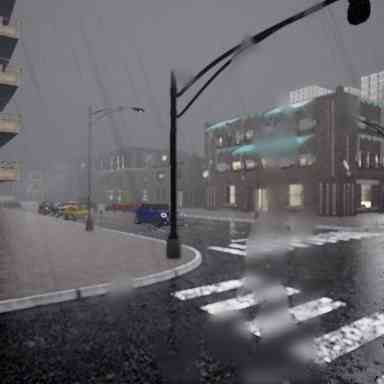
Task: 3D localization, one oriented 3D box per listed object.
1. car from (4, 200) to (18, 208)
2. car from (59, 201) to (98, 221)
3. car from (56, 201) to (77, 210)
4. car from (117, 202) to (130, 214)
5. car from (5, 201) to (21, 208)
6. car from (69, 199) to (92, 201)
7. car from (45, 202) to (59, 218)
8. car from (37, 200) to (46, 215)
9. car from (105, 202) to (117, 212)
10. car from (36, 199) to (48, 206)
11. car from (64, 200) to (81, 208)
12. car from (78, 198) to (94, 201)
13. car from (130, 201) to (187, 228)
[{"bbox_3d":[-37.130,2.434,68.027,2.008,1.369,4.403,-1,0,-36],"label":"car"},{"bbox_3d":[-10.620,1.855,30.942,1.752,1.417,4.829,-1,0,-36],"label":"car"},{"bbox_3d":[-20.806,2.190,55.048,2.033,1.411,5.357,0,-1,-36],"label":"car"},{"bbox_3d":[-7.127,1.846,40.612,1.967,1.590,4.097,-1,0,-36],"label":"car"},{"bbox_3d":[-33.821,2.358,63.414,1.887,1.381,4.507,-1,0,-36],"label":"car"},{"bbox_3d":[-14.209,1.929,40.565,1.882,1.535,5.008,0,-1,-35],"label":"car"},{"bbox_3d":[-13.985,1.951,35.724,2.008,1.369,4.403,-1,0,-36],"label":"car"},{"bbox_3d":[-17.265,1.909,40.358,1.967,1.590,4.097,-1,0,-36],"label":"car"},{"bbox_3d":[-10.450,2.057,45.210,1.802,1.307,4.206,-1,0,-36],"label":"car"},{"bbox_3d":[-37.021,2.557,82.252,1.752,1.417,4.829,-1,0,-36],"label":"car"},{"bbox_3d":[-22.634,2.262,62.998,1.812,1.442,4.674,0,-1,-36],"label":"car"},{"bbox_3d":[-14.753,2.022,46.686,1.837,1.490,4.892,0,-1,-35],"label":"car"},{"bbox_3d":[-2.313,1.559,23.949,2.097,1.767,4.553,0,-1,-36],"label":"car"}]
